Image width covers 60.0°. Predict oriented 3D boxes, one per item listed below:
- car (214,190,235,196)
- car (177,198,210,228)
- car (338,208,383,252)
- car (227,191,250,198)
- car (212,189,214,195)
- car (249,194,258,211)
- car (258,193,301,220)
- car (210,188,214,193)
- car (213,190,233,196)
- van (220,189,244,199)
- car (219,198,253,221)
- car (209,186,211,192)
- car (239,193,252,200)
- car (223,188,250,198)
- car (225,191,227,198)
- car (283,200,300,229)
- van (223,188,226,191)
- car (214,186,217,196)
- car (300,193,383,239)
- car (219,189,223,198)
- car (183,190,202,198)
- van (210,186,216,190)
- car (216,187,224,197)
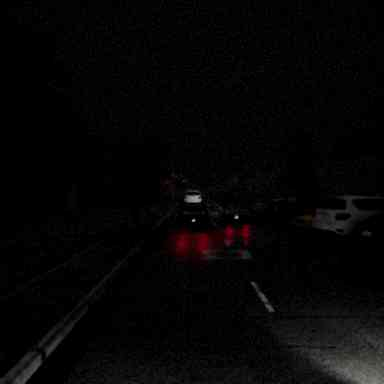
[{"bbox_3d":[8.084,0.311,83.865,4.792,1.488,2.163,0,1,-20],"label":"car"},{"bbox_3d":[0.097,1.369,21.177,2.128,1.511,4.902,0,1,0],"label":"car"},{"bbox_3d":[8.094,1.476,12.015,4.792,1.488,2.163,1,0,-20],"label":"car"},{"bbox_3d":[8.037,0.977,48.015,4.792,1.488,2.163,0,1,-20],"label":"car"},{"bbox_3d":[8.031,0.449,77.870,4.792,1.488,2.163,0,2,-20],"label":"car"},{"bbox_3d":[8.237,1.245,30.088,5.366,1.575,1.946,0,1,-20],"label":"car"},{"bbox_3d":[8.044,1.084,23.993,5.566,2.045,2.435,1,1,-20],"label":"car"},{"bbox_3d":[7.886,0.348,80.796,5.366,1.575,1.946,0,2,-20],"label":"car"},{"bbox_3d":[8.052,0.242,86.836,4.674,1.452,2.002,0,1,-20],"label":"car"},{"bbox_3d":[7.955,0.420,65.896,4.442,1.987,1.878,0,1,-20],"label":"van"},{"bbox_3d":[3.096,1.427,25.367,1.895,1.301,4.718,0,1,0],"label":"car"},{"bbox_3d":[8.029,-0.091,92.789,4.553,1.767,2.185,0,2,-20],"label":"car"},{"bbox_3d":[8.039,1.178,36.011,4.792,1.488,2.163,0,1,-20],"label":"car"},{"bbox_3d":[8.034,0.721,54.003,4.553,1.767,2.185,0,1,-20],"label":"car"},{"bbox_3d":[8.058,0.937,51.034,4.674,1.452,2.002,0,1,-20],"label":"car"},{"bbox_3d":[7.895,1.395,17.942,5.366,1.575,1.946,1,1,-20],"label":"car"},{"bbox_3d":[8.173,0.572,57.036,4.442,1.987,1.878,0,1,-20],"label":"van"},{"bbox_3d":[8.089,0.344,68.938,5.566,2.045,2.435,0,1,-20],"label":"car"},{"bbox_3d":[8.096,1.175,15.013,5.566,2.045,2.435,1,0,-20],"label":"car"},{"bbox_3d":[8.055,0.748,59.979,4.892,1.521,2.231,0,1,-20],"label":"car"},{"bbox_3d":[0.096,0.781,41.893,2.150,2.045,5.566,0,1,0],"label":"car"},{"bbox_3d":[7.952,-0.104,89.760,4.442,1.987,1.878,0,2,-20],"label":"van"},{"bbox_3d":[8.039,0.445,62.943,5.566,2.045,2.435,0,1,-20],"label":"car"}]
